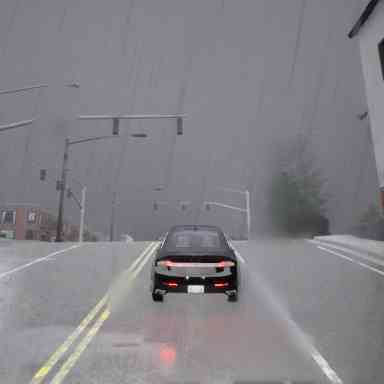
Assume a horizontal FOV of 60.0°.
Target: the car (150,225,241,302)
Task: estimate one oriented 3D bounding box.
[{"bbox_3d":[0.088,1.595,8.524,2.128,1.511,4.902,0,-1,0],"label":"car"}]
